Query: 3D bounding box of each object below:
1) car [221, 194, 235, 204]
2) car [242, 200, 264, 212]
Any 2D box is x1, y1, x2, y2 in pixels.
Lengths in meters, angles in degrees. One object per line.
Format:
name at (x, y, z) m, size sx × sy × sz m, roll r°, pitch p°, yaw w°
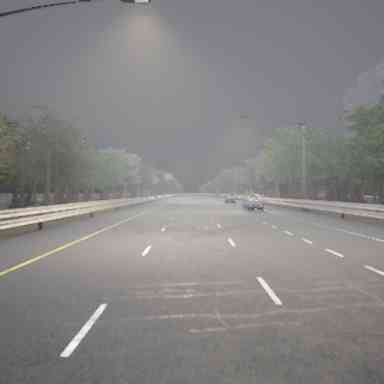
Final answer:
car at (7.174, 1.530, 63.992) m, size 1.812 × 1.442 × 4.674 m, roll 0°, pitch 0°, yaw 0°
car at (7.088, 1.605, 39.059) m, size 1.895 × 1.301 × 4.718 m, roll 0°, pitch 0°, yaw 0°
